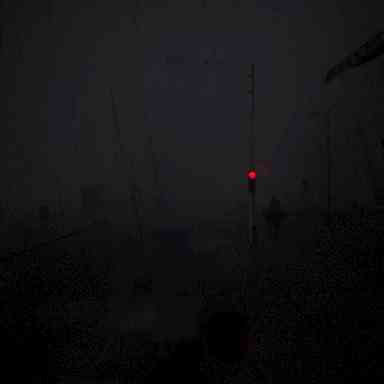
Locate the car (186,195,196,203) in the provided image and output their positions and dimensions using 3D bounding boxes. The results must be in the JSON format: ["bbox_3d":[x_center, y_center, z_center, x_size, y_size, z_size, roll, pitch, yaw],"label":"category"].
[{"bbox_3d":[-0.186,1.383,66.793,1.812,1.442,4.674,0,0,0],"label":"car"}]
